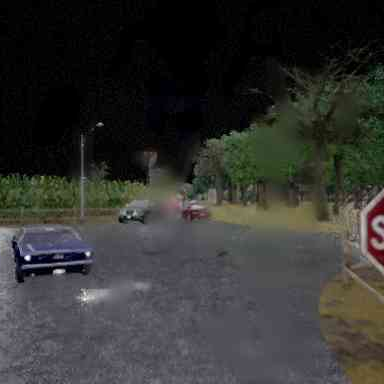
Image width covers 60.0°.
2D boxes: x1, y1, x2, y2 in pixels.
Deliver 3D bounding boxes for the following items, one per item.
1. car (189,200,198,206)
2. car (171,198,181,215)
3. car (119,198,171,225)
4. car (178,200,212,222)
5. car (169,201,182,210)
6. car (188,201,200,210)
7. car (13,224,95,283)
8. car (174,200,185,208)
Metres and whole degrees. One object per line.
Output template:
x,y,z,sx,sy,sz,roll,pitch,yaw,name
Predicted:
0.404,2.520,78.870,1.994,1.385,4.181,0,-1,0,car
-2.679,1.721,41.375,2.150,2.045,5.566,0,-1,0,car
-3.937,1.557,27.634,2.150,2.045,5.566,0,-1,17,car
0.387,1.844,30.522,1.882,1.535,5.008,-1,0,-13,car
-2.565,2.178,54.025,1.812,1.442,4.674,0,-1,1,car
0.355,2.203,56.077,1.812,1.442,4.674,0,-1,0,car
-4.430,1.708,10.314,1.895,1.301,4.718,1,-1,-30,car
-2.432,2.356,66.602,2.033,1.411,5.357,0,-1,1,car
